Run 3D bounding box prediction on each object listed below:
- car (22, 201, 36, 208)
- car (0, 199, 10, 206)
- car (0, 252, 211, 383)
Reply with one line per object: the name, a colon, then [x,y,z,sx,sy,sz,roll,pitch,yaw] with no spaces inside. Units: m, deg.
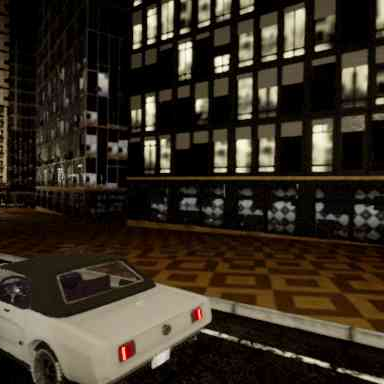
car: [-28.889,2.247,61.432,4.507,1.381,1.887,0,1,-34]
car: [-38.021,2.052,64.723,4.403,1.369,2.008,0,1,-34]
car: [-2.159,1.619,5.096,4.718,1.301,1.895,0,0,35]
